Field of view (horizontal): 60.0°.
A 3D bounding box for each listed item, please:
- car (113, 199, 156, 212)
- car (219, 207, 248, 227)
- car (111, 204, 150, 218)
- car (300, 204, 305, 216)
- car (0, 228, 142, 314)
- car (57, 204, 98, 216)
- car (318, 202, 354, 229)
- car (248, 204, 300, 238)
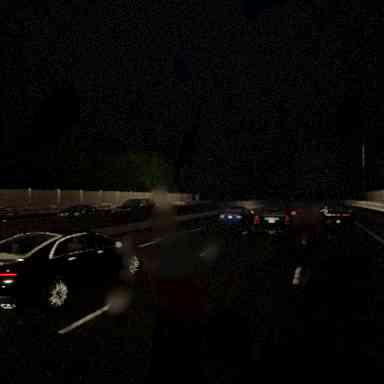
[{"bbox_3d":[-5.414,1.682,32.263,2.150,2.045,5.566,-1,-1,20],"label":"car"},{"bbox_3d":[3.574,1.835,25.732,2.033,1.411,5.357,-1,-1,20],"label":"car"},{"bbox_3d":[-6.933,2.104,38.185,2.033,1.411,5.357,-1,-1,21],"label":"car"},{"bbox_3d":[11.616,1.977,37.278,1.895,1.301,4.718,-1,-1,20],"label":"car"},{"bbox_3d":[-2.986,1.652,8.144,1.837,1.490,4.892,-1,-1,20],"label":"car"},{"bbox_3d":[-11.902,2.063,34.877,1.837,1.490,4.892,-1,-1,20],"label":"car"},{"bbox_3d":[10.137,1.684,23.356,2.128,1.511,4.902,-1,-1,21],"label":"car"},{"bbox_3d":[4.883,1.550,19.236,2.097,1.767,4.553,-1,-1,20],"label":"car"}]
